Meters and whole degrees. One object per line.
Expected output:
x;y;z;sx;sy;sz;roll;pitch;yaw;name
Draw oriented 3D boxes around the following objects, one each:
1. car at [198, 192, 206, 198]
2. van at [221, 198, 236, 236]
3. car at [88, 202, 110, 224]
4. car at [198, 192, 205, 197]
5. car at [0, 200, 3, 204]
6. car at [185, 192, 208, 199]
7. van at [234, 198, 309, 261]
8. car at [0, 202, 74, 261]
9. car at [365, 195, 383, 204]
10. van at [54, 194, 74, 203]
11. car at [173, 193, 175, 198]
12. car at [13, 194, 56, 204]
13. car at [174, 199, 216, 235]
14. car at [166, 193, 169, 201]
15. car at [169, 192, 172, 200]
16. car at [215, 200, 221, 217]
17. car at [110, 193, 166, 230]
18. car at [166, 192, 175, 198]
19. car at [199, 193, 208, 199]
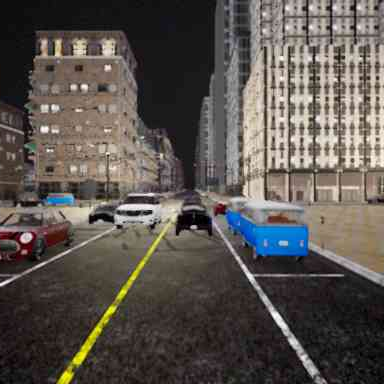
2.679;0.843;89.066;2.008;1.369;4.403;1;0;0;car
2.698;1.216;17.213;1.690;1.788;3.998;1;0;0;van
-5.686;1.398;22.795;1.947;1.339;4.313;1;0;0;car
2.679;0.683;94.718;1.967;1.590;4.097;1;0;0;car
-31.015;1.414;49.814;4.829;1.417;1.752;0;0;1;car
0.064;1.128;30.186;2.097;1.767;4.553;0;0;-1;car
2.700;1.257;11.637;1.690;1.788;3.998;1;0;0;van
-5.682;1.356;11.646;1.967;1.590;4.097;1;0;0;car
27.955;1.037;49.085;4.313;1.339;1.947;0;0;1;car
-19.748;1.153;49.676;3.998;1.788;1.690;0;0;1;van
-5.700;0.891;83.414;2.008;1.369;4.403;1;0;0;car
-19.854;1.311;41.295;4.403;1.369;2.008;0;0;1;car
0.096;1.375;17.867;1.837;1.490;4.892;0;0;0;car
-5.695;1.117;60.809;1.802;1.307;4.206;1;0;0;car
-5.694;0.927;66.461;1.967;1.590;4.097;1;0;0;car
2.693;1.335;28.368;1.887;1.381;4.507;1;0;0;car
-3.061;1.076;20.155;2.150;2.045;5.566;0;0;0;car
-5.699;0.732;89.065;1.967;1.590;4.097;1;0;0;car
2.682;0.934;77.764;1.887;1.381;4.507;1;0;0;car
